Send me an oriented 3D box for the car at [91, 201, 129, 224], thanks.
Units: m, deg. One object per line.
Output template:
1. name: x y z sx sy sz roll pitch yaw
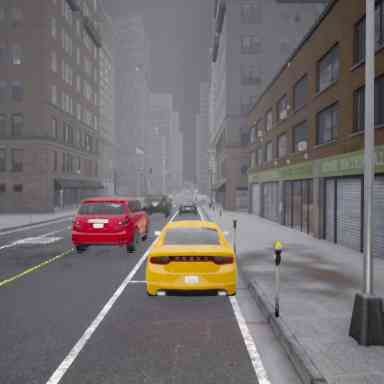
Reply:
1. car: -6.243 1.524 25.974 1.812 1.442 4.674 0 0 0

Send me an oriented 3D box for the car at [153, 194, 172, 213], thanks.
1. car: -3.053 1.213 30.225 2.150 2.045 5.566 0 -1 0

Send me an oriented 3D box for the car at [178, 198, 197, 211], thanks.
1. car: -0.393 1.565 33.084 1.947 1.339 4.313 -1 0 0

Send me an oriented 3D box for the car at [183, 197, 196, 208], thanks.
1. car: -0.394 1.550 49.600 1.887 1.381 4.507 -1 0 0

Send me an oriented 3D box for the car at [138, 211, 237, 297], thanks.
1. car: -0.005 1.476 8.651 1.882 1.535 5.008 0 0 0

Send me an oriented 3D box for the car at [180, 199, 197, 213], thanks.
1. car: -0.393 1.546 38.589 1.887 1.381 4.507 -1 0 0

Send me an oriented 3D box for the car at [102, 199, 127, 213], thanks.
1. car: -8.918 1.567 38.589 1.947 1.339 4.313 -1 0 0

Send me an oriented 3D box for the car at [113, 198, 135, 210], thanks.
1. car: -8.918 1.554 44.095 2.008 1.369 4.403 -1 0 0

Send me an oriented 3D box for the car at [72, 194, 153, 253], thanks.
1. car: -3.146 1.219 13.836 2.150 2.045 5.566 0 0 0

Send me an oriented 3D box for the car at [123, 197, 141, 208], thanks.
1. car: -8.918 1.550 49.600 1.887 1.381 4.507 -1 0 0

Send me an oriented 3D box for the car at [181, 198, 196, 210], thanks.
1. car: -0.393 1.548 44.094 1.887 1.381 4.507 -1 0 0

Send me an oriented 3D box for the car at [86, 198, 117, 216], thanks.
1. car: -8.920 1.440 33.084 1.967 1.590 4.097 -1 0 0
